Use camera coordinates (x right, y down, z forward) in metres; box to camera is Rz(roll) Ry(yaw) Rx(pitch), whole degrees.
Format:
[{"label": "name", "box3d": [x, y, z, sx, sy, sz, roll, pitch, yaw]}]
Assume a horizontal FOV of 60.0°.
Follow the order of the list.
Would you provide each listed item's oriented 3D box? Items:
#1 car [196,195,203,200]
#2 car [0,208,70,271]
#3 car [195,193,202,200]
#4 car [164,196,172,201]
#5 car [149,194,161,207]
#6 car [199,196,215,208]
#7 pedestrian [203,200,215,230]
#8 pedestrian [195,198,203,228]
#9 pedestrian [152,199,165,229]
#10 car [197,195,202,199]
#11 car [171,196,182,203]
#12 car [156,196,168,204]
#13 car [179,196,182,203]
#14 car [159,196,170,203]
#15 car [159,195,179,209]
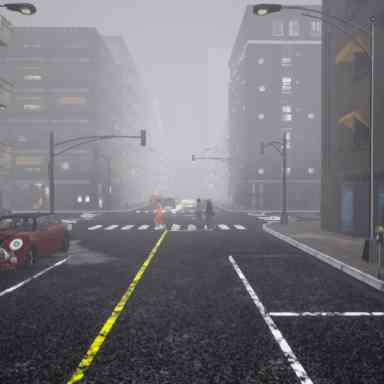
[{"label": "car", "box3d": [2.036, 1.546, 91.467, 1.802, 1.307, 4.206, -1, 0, 0]}, {"label": "car", "box3d": [-5.517, 1.437, 10.729, 1.967, 1.590, 4.097, -1, 0, 0]}, {"label": "car", "box3d": [2.130, 1.518, 74.849, 1.887, 1.381, 4.507, -1, 0, 0]}, {"label": "car", "box3d": [-5.781, 1.552, 80.393, 1.802, 1.307, 4.206, -1, 0, 0]}, {"label": "car", "box3d": [-5.627, 1.298, 52.707, 2.192, 1.841, 5.009, -1, 0, 0]}, {"label": "car", "box3d": [2.288, 1.568, 47.154, 1.802, 1.307, 4.206, -1, 0, 0]}, {"label": "pedestrian", "box3d": [1.000, 1.289, 19.230, 0.375, 1.860, 0.375, -1, 1, 0]}, {"label": "pedestrian", "box3d": [0.456, 1.288, 20.426, 0.375, 1.860, 0.375, -1, 1, 0]}, {"label": "pedestrian", "box3d": [-1.982, 1.289, 19.757, 0.375, 1.860, 0.375, -1, 1, 0]}, {"label": "car", "box3d": [2.256, 1.534, 52.693, 2.008, 1.369, 4.403, -1, 0, 0]}, {"label": "car", "box3d": [-3.145, 1.523, 69.450, 2.033, 1.411, 5.357, 0, 0, 0]}, {"label": "car", "box3d": [-5.687, 1.504, 63.611, 1.752, 1.417, 4.829, -1, 0, 0]}, {"label": "car", "box3d": [-3.156, 1.583, 55.955, 1.895, 1.301, 4.718, 0, 0, 0]}, {"label": "car", "box3d": [-5.718, 1.558, 69.319, 1.802, 1.307, 4.206, -1, 0, 0]}, {"label": "car", "box3d": [-3.102, 1.491, 45.855, 1.837, 1.490, 4.892, 0, 0, 0]}]
